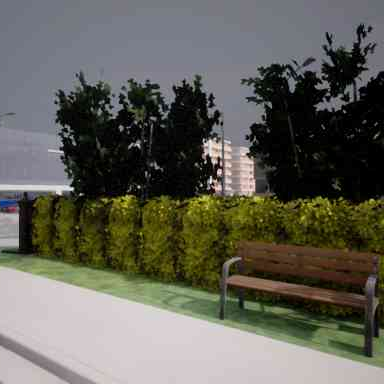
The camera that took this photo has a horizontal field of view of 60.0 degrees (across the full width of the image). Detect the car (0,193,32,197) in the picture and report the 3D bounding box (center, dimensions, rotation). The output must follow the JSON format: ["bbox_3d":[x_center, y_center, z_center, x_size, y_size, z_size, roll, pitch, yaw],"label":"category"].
[{"bbox_3d":[-20.060,1.185,36.194,2.150,2.045,5.566,0,0,35],"label":"car"}]

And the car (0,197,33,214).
[{"bbox_3d":[-17.174,1.526,34.210,1.994,1.385,4.181,0,0,35],"label":"car"}]

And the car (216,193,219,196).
[{"bbox_3d":[3.931,0.816,64.191,1.812,1.442,4.674,0,1,35],"label":"car"}]
